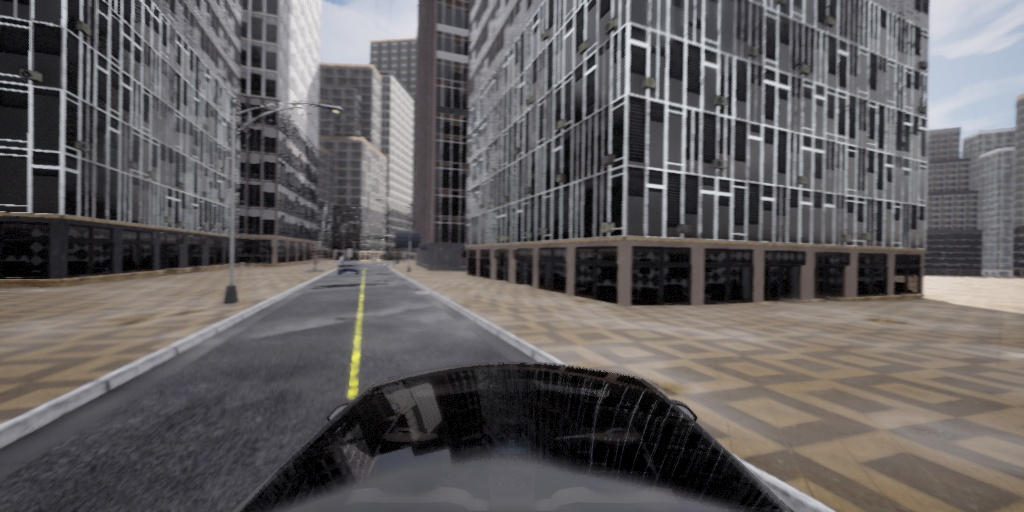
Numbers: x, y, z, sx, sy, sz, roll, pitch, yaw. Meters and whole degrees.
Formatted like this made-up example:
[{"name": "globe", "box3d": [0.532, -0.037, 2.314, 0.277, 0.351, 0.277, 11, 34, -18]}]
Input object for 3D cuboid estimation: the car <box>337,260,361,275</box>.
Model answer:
[{"name": "car", "box3d": [-15.950, 1.118, 35.187, 2.033, 1.411, 5.357, 1, 0, -22]}]
